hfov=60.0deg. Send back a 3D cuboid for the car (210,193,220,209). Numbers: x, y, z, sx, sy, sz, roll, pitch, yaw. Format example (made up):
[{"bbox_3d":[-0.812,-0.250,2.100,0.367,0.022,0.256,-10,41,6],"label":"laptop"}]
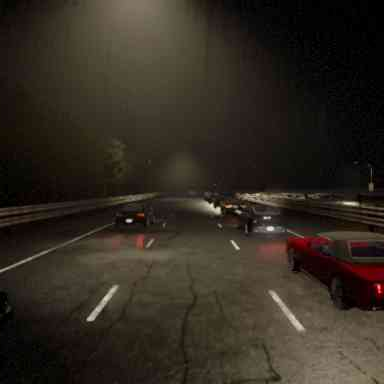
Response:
[{"bbox_3d":[3.482,1.194,39.232,1.837,1.490,4.892,0,1,0],"label":"car"}]

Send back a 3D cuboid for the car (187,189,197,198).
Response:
[{"bbox_3d":[-0.037,0.387,81.617,2.150,2.045,5.566,0,0,0],"label":"car"}]

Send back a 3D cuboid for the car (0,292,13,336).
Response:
[{"bbox_3d":[-3.405,1.582,2.471,1.895,1.301,4.718,0,0,0],"label":"car"}]

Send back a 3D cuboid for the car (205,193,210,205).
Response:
[{"bbox_3d":[3.477,1.015,50.230,2.033,1.649,4.856,0,1,0],"label":"car"}]

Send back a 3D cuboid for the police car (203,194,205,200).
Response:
[{"bbox_3d":[3.472,0.975,61.231,2.038,1.542,4.974,0,1,0],"label":"police car"}]

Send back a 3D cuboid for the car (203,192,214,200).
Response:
[{"bbox_3d":[3.467,0.850,72.230,2.128,1.511,4.902,0,1,0],"label":"car"}]

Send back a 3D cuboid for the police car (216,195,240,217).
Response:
[{"bbox_3d":[3.487,1.290,28.234,2.038,1.542,4.974,0,0,0],"label":"police car"}]

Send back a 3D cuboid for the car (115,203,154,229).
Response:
[{"bbox_3d":[-3.412,1.374,20.330,1.812,1.442,4.674,0,0,0],"label":"car"}]

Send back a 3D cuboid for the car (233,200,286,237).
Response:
[{"bbox_3d":[3.492,1.376,17.234,1.837,1.490,4.892,0,0,0],"label":"car"}]

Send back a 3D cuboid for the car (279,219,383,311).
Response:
[{"bbox_3d":[3.598,1.545,7.536,1.895,1.301,4.718,0,0,0],"label":"car"}]
